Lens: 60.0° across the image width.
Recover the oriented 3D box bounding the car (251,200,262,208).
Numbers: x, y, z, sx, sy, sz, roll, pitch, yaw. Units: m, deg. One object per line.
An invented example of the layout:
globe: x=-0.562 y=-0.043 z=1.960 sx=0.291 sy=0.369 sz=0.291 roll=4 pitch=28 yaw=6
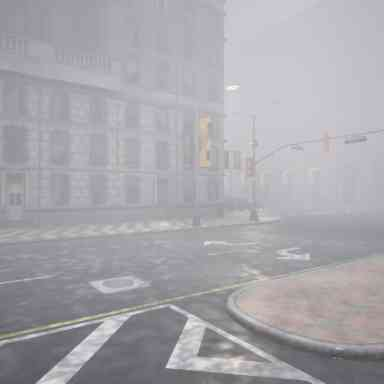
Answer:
car: x=7.284 y=1.547 z=46.668 sx=2.033 sy=1.411 sz=5.357 roll=0 pitch=0 yaw=-36

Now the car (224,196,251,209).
car: x=5.030 y=1.352 z=43.812 sx=2.097 sy=1.767 sz=4.553 roll=0 pitch=0 yaw=-35
